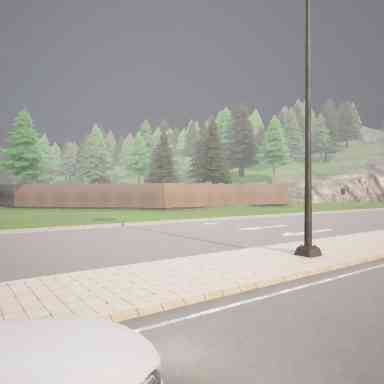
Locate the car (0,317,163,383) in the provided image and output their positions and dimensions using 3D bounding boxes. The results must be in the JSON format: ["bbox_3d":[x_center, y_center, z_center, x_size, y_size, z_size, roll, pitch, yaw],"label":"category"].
[{"bbox_3d":[-2.371,1.525,2.066,4.674,1.442,1.812,0,0,-35],"label":"car"}]
